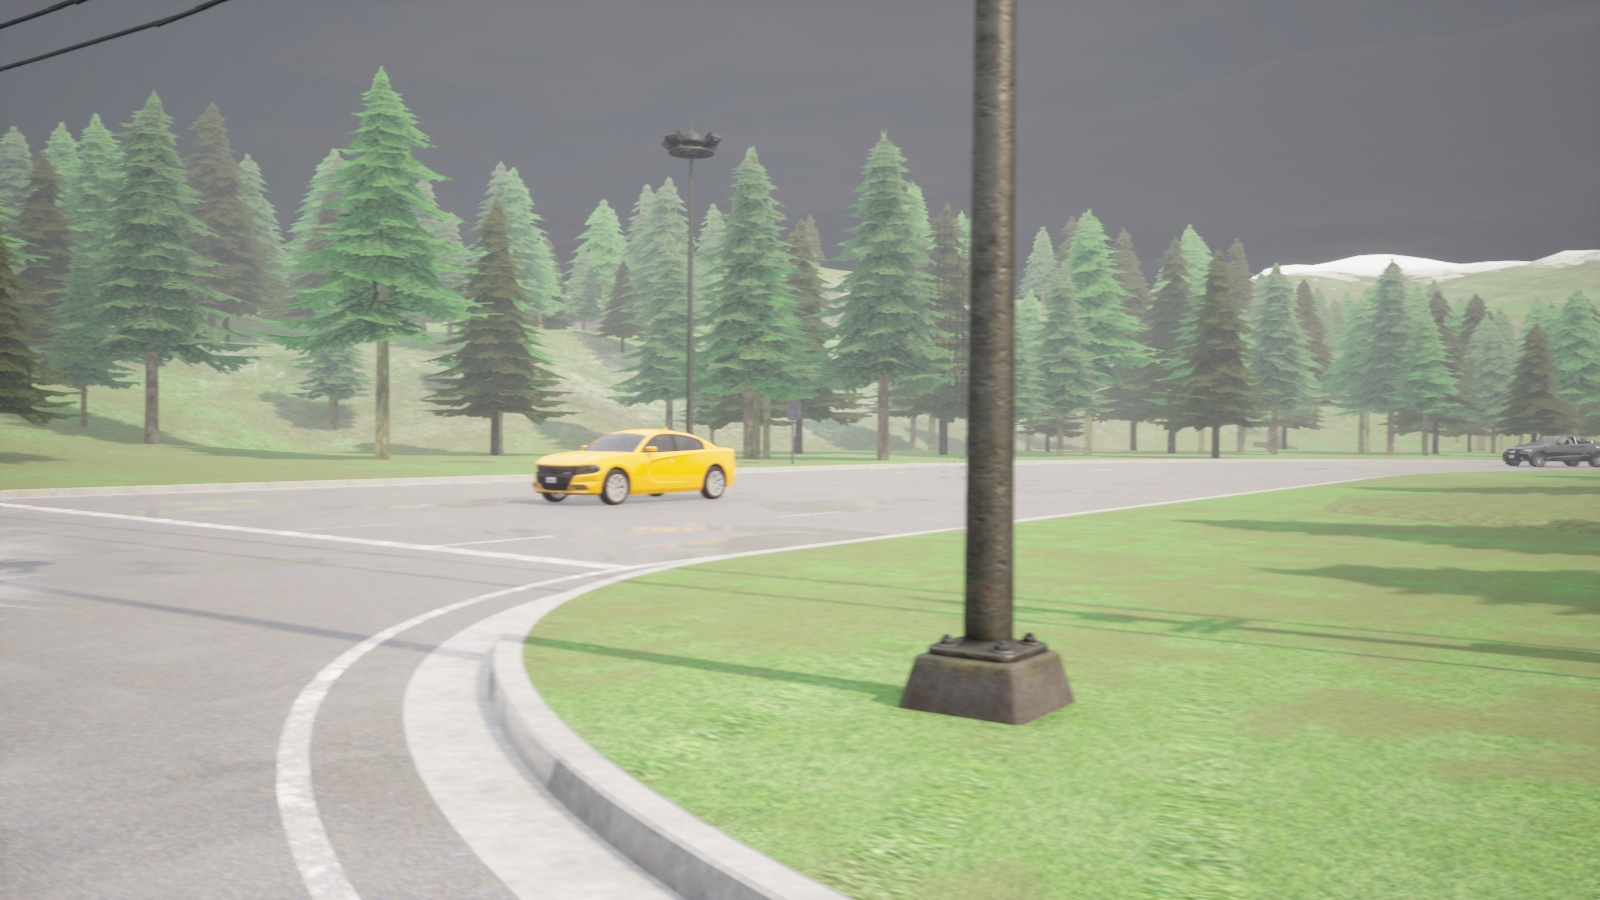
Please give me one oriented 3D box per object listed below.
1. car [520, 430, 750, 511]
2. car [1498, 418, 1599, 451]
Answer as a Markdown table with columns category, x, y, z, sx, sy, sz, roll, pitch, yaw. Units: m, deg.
| category | x | y | z | sx | sy | sz | roll | pitch | yaw |
| --- | --- | --- | --- | --- | --- | --- | --- | --- | --- |
| car | -3.345 | 0.358 | 26.469 | 1.882 | 1.535 | 5.008 | 0 | 1 | 35 |
| car | 38.866 | -0.794 | 64.391 | 5.027 | 1.651 | 2.152 | -1 | 1 | -7 |
